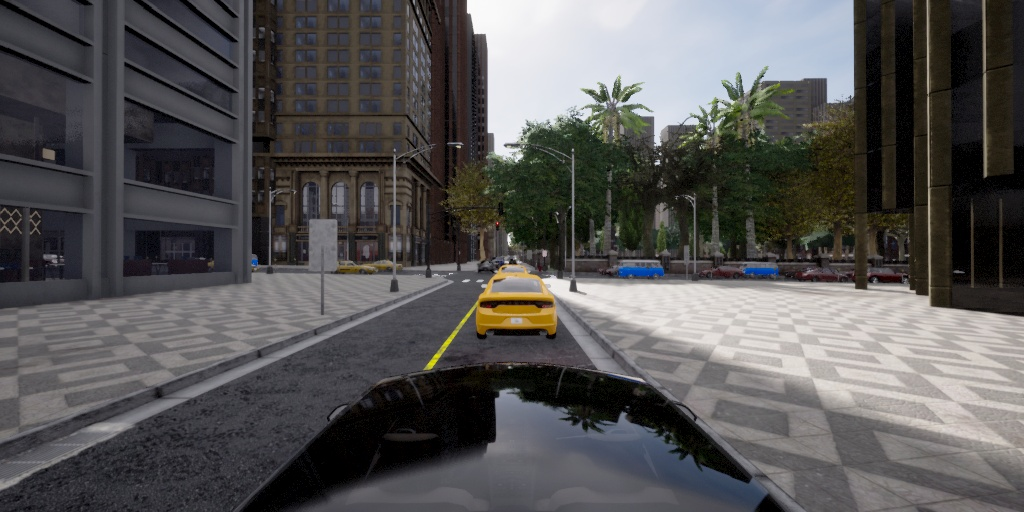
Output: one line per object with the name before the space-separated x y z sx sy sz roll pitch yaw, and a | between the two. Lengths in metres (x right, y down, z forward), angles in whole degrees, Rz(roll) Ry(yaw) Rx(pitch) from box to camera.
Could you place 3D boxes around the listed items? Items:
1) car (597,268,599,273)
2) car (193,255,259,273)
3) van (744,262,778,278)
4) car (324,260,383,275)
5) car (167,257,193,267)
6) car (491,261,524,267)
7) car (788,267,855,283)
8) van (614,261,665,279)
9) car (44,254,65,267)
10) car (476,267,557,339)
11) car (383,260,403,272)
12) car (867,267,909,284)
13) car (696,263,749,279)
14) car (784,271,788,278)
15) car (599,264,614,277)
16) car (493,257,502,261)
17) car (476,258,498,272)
car | 11.980 1.603 41.699 4.207 1.307 1.802 0 0 0
car | -26.319 0.865 33.408 4.829 1.417 1.751 0 0 0
van | 28.550 1.635 41.598 3.998 1.789 1.690 0 0 0
car | -14.978 1.050 33.339 4.829 1.417 1.751 0 0 0
car | -37.786 0.771 42.004 4.313 1.339 1.948 0 0 0
car | 0.041 1.233 20.184 1.882 1.535 5.008 0 0 0
car | 28.509 1.828 33.073 4.207 1.307 1.802 0 0 0
van | 11.939 1.313 33.174 3.998 1.789 1.690 0 0 0
car | -43.501 0.505 33.513 4.097 1.591 1.967 0 0 0
car | 0.111 1.229 10.124 1.882 1.535 5.008 0 0 0
car | -15.276 1.099 41.866 4.829 1.417 1.751 0 0 0
car | 34.033 1.777 33.039 4.097 1.591 1.967 0 0 0
car | 22.598 1.707 38.974 4.674 1.442 1.812 1 0 0
car | 33.042 1.901 38.901 5.357 1.411 2.033 1 0 1
car | 12.638 1.564 39.035 5.357 1.411 2.033 1 0 0
car | -2.977 1.343 57.253 1.812 1.442 4.674 0 0 1
car | -3.008 1.287 42.290 1.837 1.490 4.892 0 -1 0
